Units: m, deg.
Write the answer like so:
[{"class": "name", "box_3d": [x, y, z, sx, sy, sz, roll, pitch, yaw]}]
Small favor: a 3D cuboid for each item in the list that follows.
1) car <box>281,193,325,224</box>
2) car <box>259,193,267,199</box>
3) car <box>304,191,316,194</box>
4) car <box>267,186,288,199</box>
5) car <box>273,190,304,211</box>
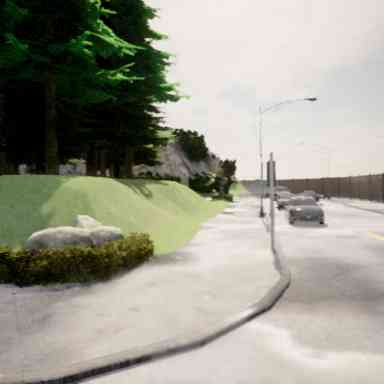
[{"class": "car", "box_3d": [6.671, 1.043, 20.107, 1.837, 1.490, 4.892, -1, 1, 11]}, {"class": "car", "box_3d": [13.459, 0.416, 53.659, 2.033, 1.411, 5.357, -2, 1, -39]}, {"class": "car", "box_3d": [15.363, 0.552, 43.922, 1.994, 1.385, 4.181, -1, 1, 7]}, {"class": "car", "box_3d": [10.558, 0.364, 40.024, 2.150, 2.045, 5.566, -1, 1, 11]}, {"class": "car", "box_3d": [8.554, 0.872, 29.822, 1.812, 1.442, 4.674, -1, 1, 11]}]
